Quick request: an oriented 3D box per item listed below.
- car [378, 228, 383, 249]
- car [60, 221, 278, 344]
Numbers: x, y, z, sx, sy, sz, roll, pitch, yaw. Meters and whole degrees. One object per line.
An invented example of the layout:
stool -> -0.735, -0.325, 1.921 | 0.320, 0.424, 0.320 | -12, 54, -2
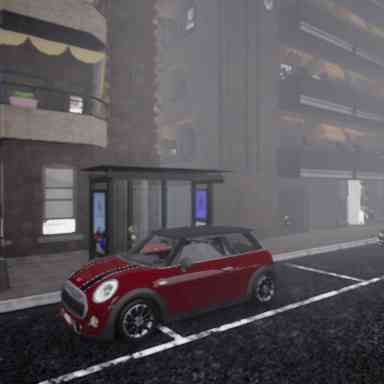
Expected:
car -> 8.893, 1.500, 12.896 | 4.403, 1.369, 2.008 | 0, 0, -35
car -> -0.307, 1.429, 6.340 | 4.097, 1.590, 1.967 | 0, 0, -35
